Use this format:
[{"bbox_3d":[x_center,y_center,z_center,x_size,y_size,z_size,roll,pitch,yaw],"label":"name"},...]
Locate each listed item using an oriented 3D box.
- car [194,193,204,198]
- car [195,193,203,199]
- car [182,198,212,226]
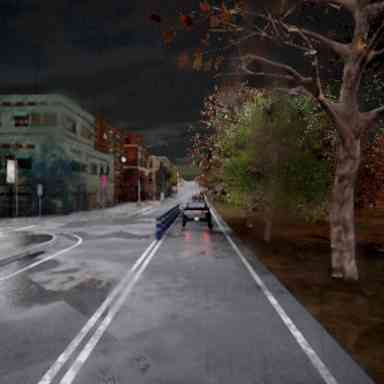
[{"bbox_3d":[1.389,0.930,67.534,2.097,1.767,4.553,0,1,2],"label":"car"},{"bbox_3d":[1.680,0.923,77.597,1.895,1.301,4.718,0,1,2],"label":"car"},{"bbox_3d":[0.323,1.409,22.763,2.128,1.511,4.902,0,0,1],"label":"car"}]
